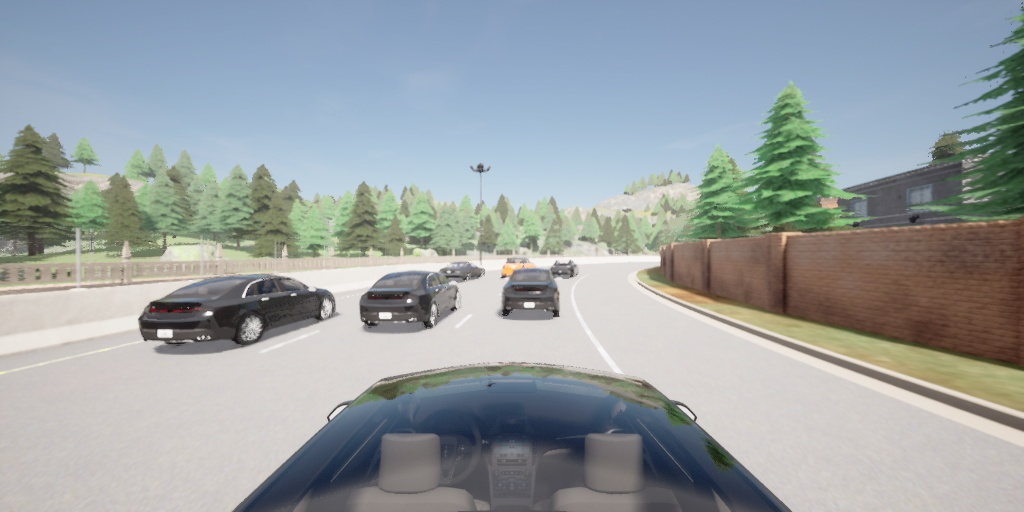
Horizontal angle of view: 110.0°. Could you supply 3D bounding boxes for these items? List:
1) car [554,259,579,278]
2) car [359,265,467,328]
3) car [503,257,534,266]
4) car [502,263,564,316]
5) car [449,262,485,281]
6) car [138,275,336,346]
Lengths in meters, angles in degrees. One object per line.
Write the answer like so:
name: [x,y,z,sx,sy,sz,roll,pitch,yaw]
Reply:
car: [4.557,1.013,30.549,2.128,1.511,4.902,0,0,18]
car: [-2.922,1.198,11.189,1.837,1.490,4.892,-1,0,4]
car: [0.708,0.895,29.878,2.097,1.767,4.553,0,0,16]
car: [0.760,1.170,12.925,1.837,1.490,4.892,0,0,6]
car: [-3.724,1.127,27.302,2.033,1.411,5.357,0,0,15]
car: [-6.550,1.227,9.332,1.837,1.490,4.892,0,0,3]
